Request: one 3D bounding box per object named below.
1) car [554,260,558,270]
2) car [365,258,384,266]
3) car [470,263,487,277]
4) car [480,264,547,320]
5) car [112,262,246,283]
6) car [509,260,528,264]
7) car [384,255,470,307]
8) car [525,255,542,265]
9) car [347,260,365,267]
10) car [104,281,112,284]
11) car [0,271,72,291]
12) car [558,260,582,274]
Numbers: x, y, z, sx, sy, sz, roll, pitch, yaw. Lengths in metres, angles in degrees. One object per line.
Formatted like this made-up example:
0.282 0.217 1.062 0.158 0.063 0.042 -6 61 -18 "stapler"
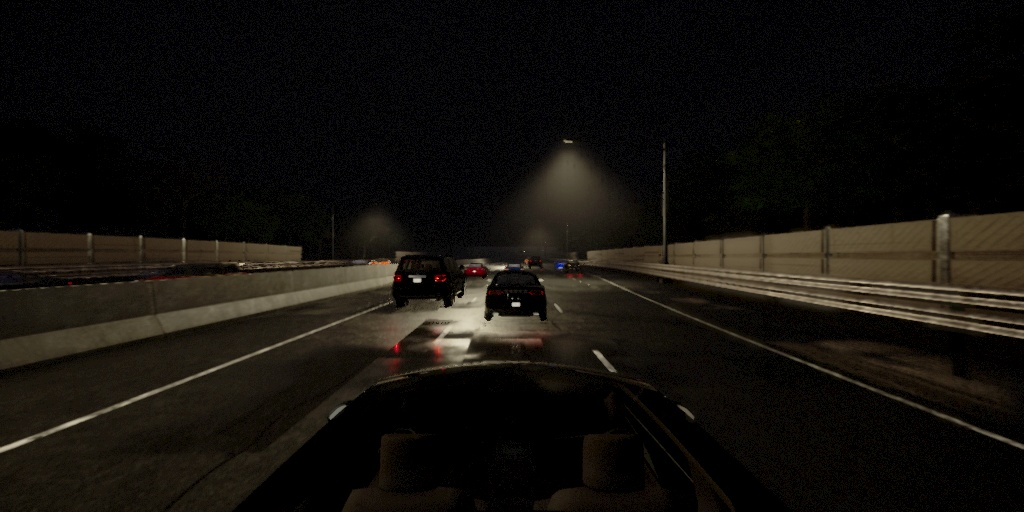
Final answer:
7.288 1.281 52.998 1.882 1.535 5.008 0 0 1 "car"
-20.722 1.163 56.272 2.097 1.767 4.553 0 0 1 "car"
-3.283 1.327 33.450 1.994 1.385 4.181 0 0 0 "car"
0.118 1.227 12.676 1.882 1.535 5.008 0 0 0 "car"
-14.070 1.102 15.904 2.097 1.767 4.553 0 0 0 "car"
0.218 1.327 33.628 1.994 1.385 4.181 0 0 0 "car"
-3.374 0.971 15.481 2.150 2.045 5.566 0 0 0 "car"
3.878 1.046 60.869 2.150 2.045 5.566 0 0 1 "car"
-24.199 1.360 56.945 2.033 1.411 5.357 0 0 1 "car"
-17.564 1.298 18.497 2.033 1.411 5.357 0 0 0 "car"
-21.076 1.297 14.086 2.033 1.411 5.357 0 0 0 "car"
7.115 1.270 42.737 2.128 1.511 4.902 0 0 2 "car"
